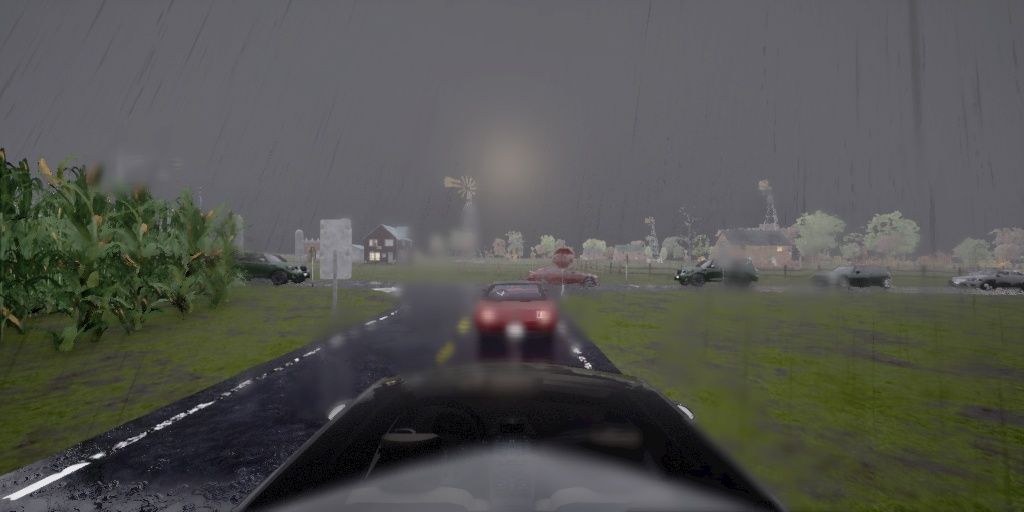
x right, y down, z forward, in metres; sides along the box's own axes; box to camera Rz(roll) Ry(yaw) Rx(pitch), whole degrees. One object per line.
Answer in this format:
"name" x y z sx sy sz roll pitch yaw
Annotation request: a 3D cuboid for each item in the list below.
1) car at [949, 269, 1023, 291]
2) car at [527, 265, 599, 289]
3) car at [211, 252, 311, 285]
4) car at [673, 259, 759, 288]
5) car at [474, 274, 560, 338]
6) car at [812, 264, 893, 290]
"car" 34.951 1.724 26.107 4.902 1.511 2.128 1 -1 0
"car" 3.212 1.322 23.026 4.674 1.442 1.812 0 -1 0
"car" -15.967 0.767 22.949 5.566 2.045 2.150 1 -1 0
"car" 14.780 1.204 26.036 5.566 2.045 2.150 1 -1 0
"car" 0.139 1.354 10.202 1.895 1.301 4.718 0 0 1
"car" 24.648 1.456 26.076 4.553 1.767 2.097 1 -1 0
